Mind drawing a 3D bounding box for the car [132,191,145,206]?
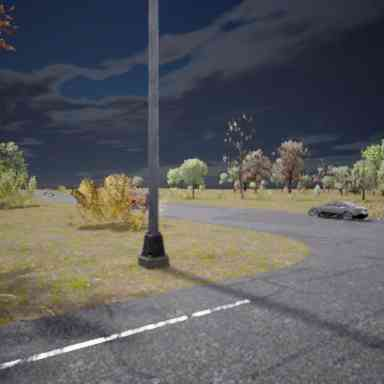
[{"bbox_3d":[-6.025,0.875,37.934,2.150,2.045,5.566,-1,1,-35],"label":"car"}]

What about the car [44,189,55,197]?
[{"bbox_3d":[-37.018,0.162,86.312,2.150,2.045,5.566,-1,1,-28],"label":"car"}]

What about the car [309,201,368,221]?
[{"bbox_3d":[11.210,1.374,25.653,1.994,1.385,4.181,-1,1,-35],"label":"car"}]
